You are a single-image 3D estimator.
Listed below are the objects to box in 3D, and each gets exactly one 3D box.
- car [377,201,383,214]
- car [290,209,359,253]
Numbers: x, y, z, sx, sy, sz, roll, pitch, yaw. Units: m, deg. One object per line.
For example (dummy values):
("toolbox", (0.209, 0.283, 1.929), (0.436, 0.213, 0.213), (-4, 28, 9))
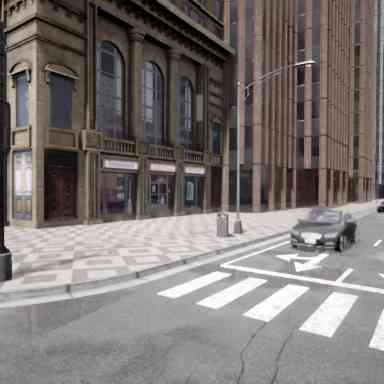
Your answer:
("car", (20.818, 1.638, 35.208), (1.895, 1.301, 4.718), (1, 0, 35))
("car", (5.665, 1.495, 13.934), (2.128, 1.511, 4.902), (1, 0, 35))
